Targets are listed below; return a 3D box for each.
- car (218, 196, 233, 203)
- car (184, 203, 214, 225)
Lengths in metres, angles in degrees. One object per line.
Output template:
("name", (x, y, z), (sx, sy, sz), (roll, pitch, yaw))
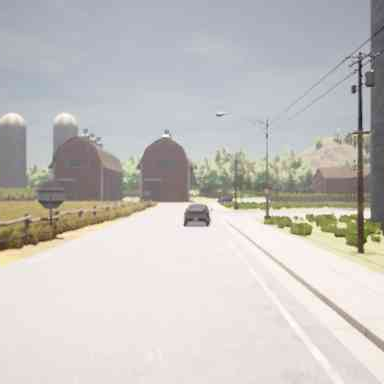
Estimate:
("car", (7.904, 1.689, 76.544), (2.097, 1.767, 4.553), (0, 0, 34))
("car", (0.507, 1.635, 25.160), (1.837, 1.490, 4.892), (0, 0, 6))
